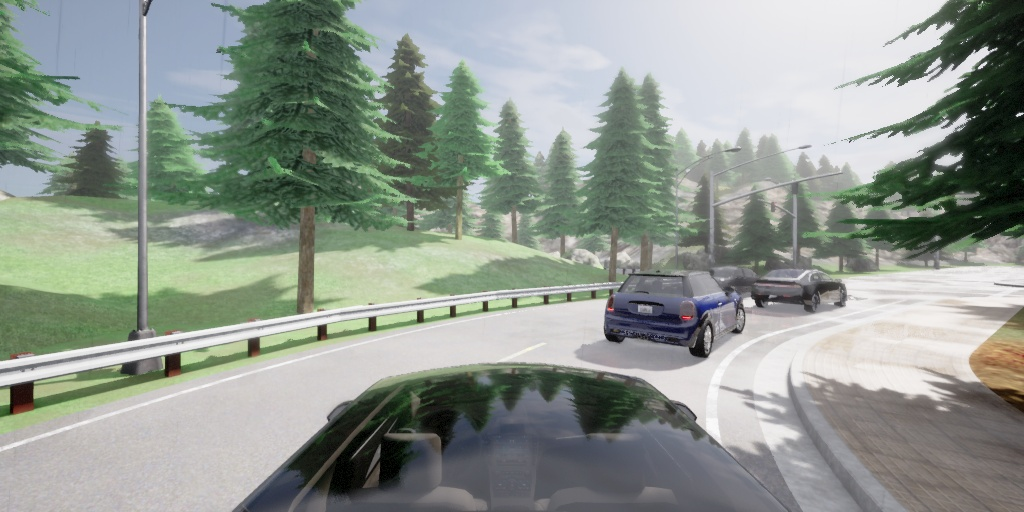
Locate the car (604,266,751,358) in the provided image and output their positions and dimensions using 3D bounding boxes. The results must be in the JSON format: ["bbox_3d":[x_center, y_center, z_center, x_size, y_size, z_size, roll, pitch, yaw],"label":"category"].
[{"bbox_3d":[4.162,1.109,8.877,2.097,1.767,4.553,0,0,43],"label":"car"}]

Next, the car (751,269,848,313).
[{"bbox_3d":[11.341,1.256,14.091,4.902,1.511,2.128,0,0,-32],"label":"car"}]

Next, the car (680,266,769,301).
[{"bbox_3d":[10.732,1.280,17.996,4.892,1.490,1.837,1,0,-32],"label":"car"}]
